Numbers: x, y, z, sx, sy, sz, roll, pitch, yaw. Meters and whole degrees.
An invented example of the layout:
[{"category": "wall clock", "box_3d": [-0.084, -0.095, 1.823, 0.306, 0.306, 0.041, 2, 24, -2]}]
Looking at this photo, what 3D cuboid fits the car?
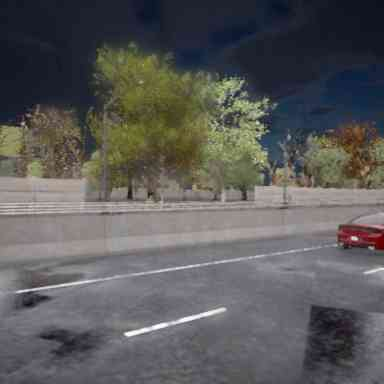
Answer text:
[{"category": "car", "box_3d": [8.141, 1.616, 13.958, 5.008, 1.535, 1.882, 0, 0, -35]}]
